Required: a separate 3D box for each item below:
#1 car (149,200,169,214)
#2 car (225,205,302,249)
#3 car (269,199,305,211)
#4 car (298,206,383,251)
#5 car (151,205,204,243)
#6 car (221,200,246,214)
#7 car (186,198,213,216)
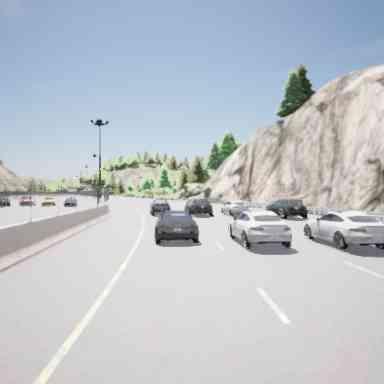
[{"bbox_3d":[-3.296,1.513,33.786,2.128,1.511,4.902,0,0,-11],"label":"car"},{"bbox_3d":[2.867,1.526,14.561,1.812,1.442,4.674,0,0,-5],"label":"car"},{"bbox_3d":[8.170,1.346,29.032,2.097,1.767,4.553,0,0,-9],"label":"car"},{"bbox_3d":[6.420,1.517,14.070,1.812,1.442,4.674,0,0,-4],"label":"car"},{"bbox_3d":[-0.790,1.573,16.159,1.994,1.385,4.181,0,0,-5],"label":"car"},{"bbox_3d":[4.142,1.530,32.036,1.812,1.442,4.674,0,0,-10],"label":"car"},{"bbox_3d":[0.574,1.364,32.070,2.097,1.767,4.553,0,0,-10],"label":"car"}]
